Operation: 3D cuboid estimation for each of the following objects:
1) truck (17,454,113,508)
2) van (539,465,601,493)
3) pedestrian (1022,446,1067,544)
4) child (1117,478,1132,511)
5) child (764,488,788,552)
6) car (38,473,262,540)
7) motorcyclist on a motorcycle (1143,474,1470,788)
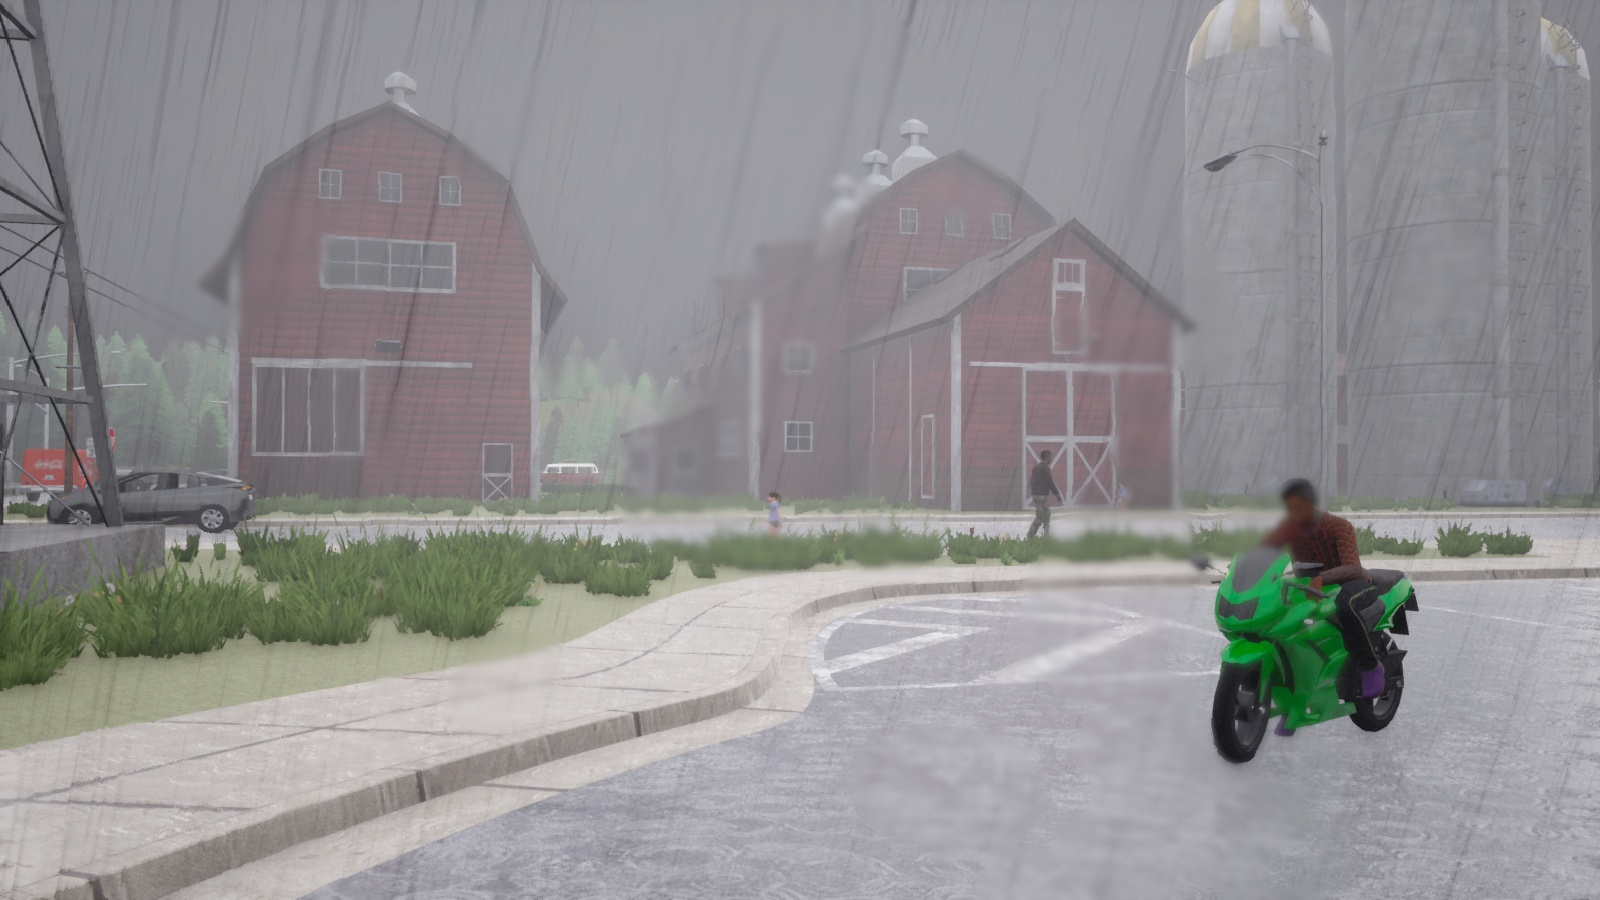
[{"bbox_3d":[-35.317,1.483,60.529,2.627,2.467,5.204,0,-1,-14],"label":"truck"},{"bbox_3d":[-17.421,2.174,95.091,4.480,2.038,2.069,0,-1,-15],"label":"van"},{"bbox_3d":[4.639,0.851,23.859,0.703,1.840,0.431,0,-1,-15],"label":"pedestrian"},{"bbox_3d":[11.044,1.522,42.734,0.394,1.110,0.255,0,-1,-16],"label":"child"},{"bbox_3d":[-0.429,1.220,21.967,0.394,1.110,0.255,0,-1,-6],"label":"child"},{"bbox_3d":[-15.639,1.334,30.474,4.514,1.525,2.007,0,-1,-15],"label":"car"},{"bbox_3d":[2.901,0.904,7.094,2.044,1.523,0.797,1,-1,-39],"label":"motorcyclist on a motorcycle"}]
